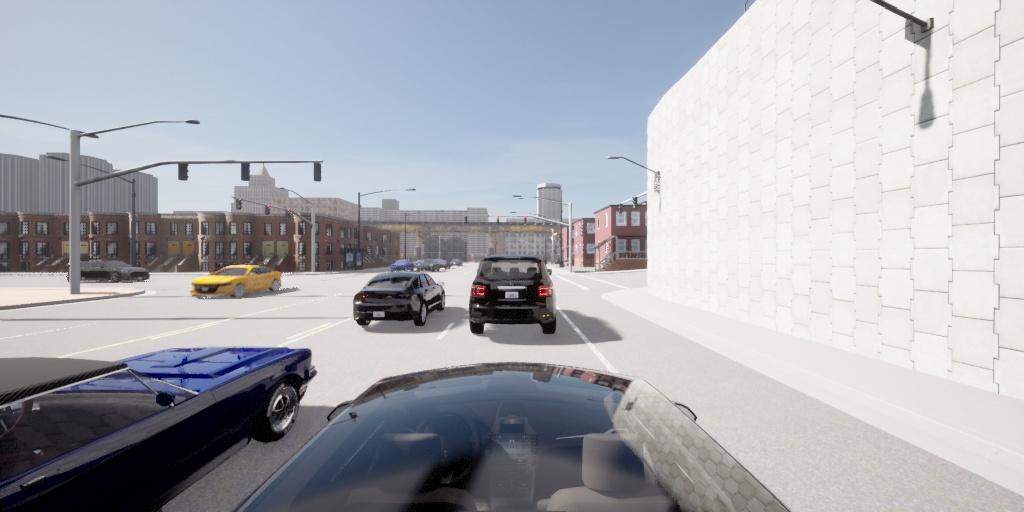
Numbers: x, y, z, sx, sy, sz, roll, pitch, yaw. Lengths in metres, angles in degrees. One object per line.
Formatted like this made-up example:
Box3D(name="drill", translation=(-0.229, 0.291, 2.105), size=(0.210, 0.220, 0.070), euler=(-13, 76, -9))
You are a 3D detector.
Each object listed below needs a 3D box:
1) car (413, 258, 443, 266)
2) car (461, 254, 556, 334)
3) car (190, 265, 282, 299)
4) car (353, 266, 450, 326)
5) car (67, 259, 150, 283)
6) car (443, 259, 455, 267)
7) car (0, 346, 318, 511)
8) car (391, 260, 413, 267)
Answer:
Box3D(name="car", translation=(-10.597, 1.102, 45.533), size=(2.097, 1.767, 4.553), euler=(0, 0, 0))
Box3D(name="car", translation=(0.061, 0.971, 10.761), size=(2.150, 2.045, 5.566), euler=(0, 0, 1))
Box3D(name="car", translation=(-14.006, 1.228, 18.566), size=(1.882, 1.535, 5.008), euler=(1, 0, -5))
Box3D(name="car", translation=(-3.423, 1.255, 11.651), size=(1.837, 1.490, 4.892), euler=(0, 0, 0))
Box3D(name="car", translation=(-30.359, 1.102, 27.097), size=(4.553, 1.767, 2.097), euler=(0, 0, 0))
Box3D(name="car", translation=(-10.608, 1.297, 55.001), size=(2.033, 1.411, 5.357), euler=(0, 0, 0))
Box3D(name="car", translation=(-3.397, 1.351, 2.397), size=(1.895, 1.301, 4.718), euler=(0, 0, 0))
Box3D(name="car", translation=(-14.111, 1.228, 46.325), size=(1.882, 1.535, 5.008), euler=(0, 0, 0))
